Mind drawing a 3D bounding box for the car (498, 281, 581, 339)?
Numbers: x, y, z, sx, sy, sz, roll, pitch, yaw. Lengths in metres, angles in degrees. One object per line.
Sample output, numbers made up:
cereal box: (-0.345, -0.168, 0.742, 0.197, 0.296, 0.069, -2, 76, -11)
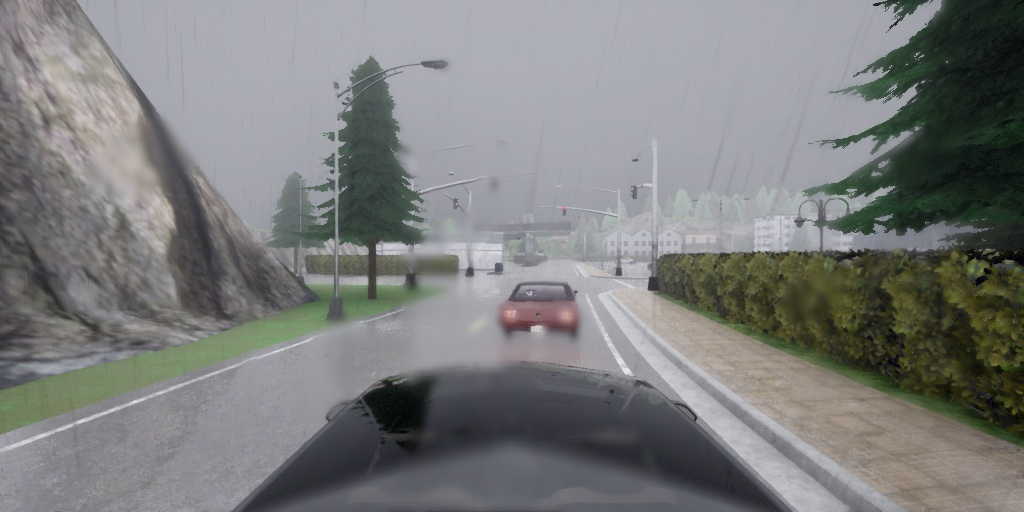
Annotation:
car: (0.921, 1.351, 10.183, 1.895, 1.301, 4.718, 0, 0, 8)
